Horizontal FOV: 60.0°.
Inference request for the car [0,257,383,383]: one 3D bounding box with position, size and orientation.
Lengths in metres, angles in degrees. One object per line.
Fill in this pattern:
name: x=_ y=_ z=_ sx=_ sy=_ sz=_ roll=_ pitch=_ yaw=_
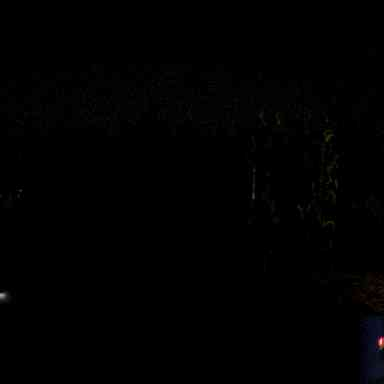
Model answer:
car: x=-0.697 y=1.390 z=2.985 sx=5.357 sy=1.411 sz=2.033 roll=1 pitch=2 yaw=-22
